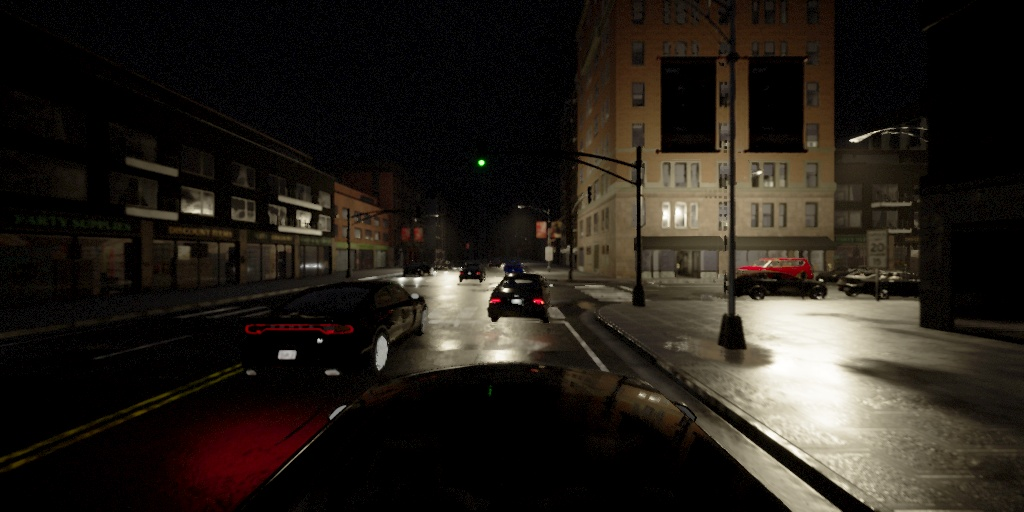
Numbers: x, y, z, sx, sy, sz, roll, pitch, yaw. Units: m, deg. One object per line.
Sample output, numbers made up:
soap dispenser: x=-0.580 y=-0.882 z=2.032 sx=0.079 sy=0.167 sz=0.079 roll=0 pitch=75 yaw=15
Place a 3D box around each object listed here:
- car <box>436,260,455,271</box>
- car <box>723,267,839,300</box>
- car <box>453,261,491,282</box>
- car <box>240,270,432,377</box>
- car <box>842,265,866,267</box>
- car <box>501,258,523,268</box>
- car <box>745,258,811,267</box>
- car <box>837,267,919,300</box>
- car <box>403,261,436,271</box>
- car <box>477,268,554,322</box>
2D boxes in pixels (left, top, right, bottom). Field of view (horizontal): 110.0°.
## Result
car: x=-9.797 y=1.330 z=50.866 sx=1.837 sy=1.490 sz=4.892 roll=0 pitch=0 yaw=0
car: x=12.407 y=1.355 z=17.069 sx=4.313 sy=1.339 sz=1.948 roll=0 pitch=0 yaw=0
car: x=-3.134 y=1.334 z=28.984 sx=2.033 sy=1.411 sz=5.357 roll=0 pitch=0 yaw=0
car: x=-3.149 y=1.235 z=7.500 sx=1.882 sy=1.535 sz=5.008 roll=0 pitch=0 yaw=0
car: x=23.772 y=1.327 z=25.037 sx=4.313 sy=1.339 sz=1.948 roll=0 pitch=0 yaw=0
car: x=0.123 y=1.278 z=37.730 sx=1.882 sy=1.535 sz=5.008 roll=0 pitch=0 yaw=0
car: x=18.110 y=1.076 z=25.065 sx=5.009 sy=1.841 sz=2.192 roll=0 pitch=0 yaw=0
car: x=18.069 y=1.340 z=17.041 sx=4.403 sy=1.370 sz=2.007 roll=0 pitch=0 yaw=0
car: x=-9.818 y=1.278 z=37.395 sx=1.882 sy=1.535 sz=5.008 roll=0 pitch=0 yaw=2
car: x=0.418 y=1.311 z=12.426 sx=2.033 sy=1.411 sz=5.357 roll=0 pitch=0 yaw=7
